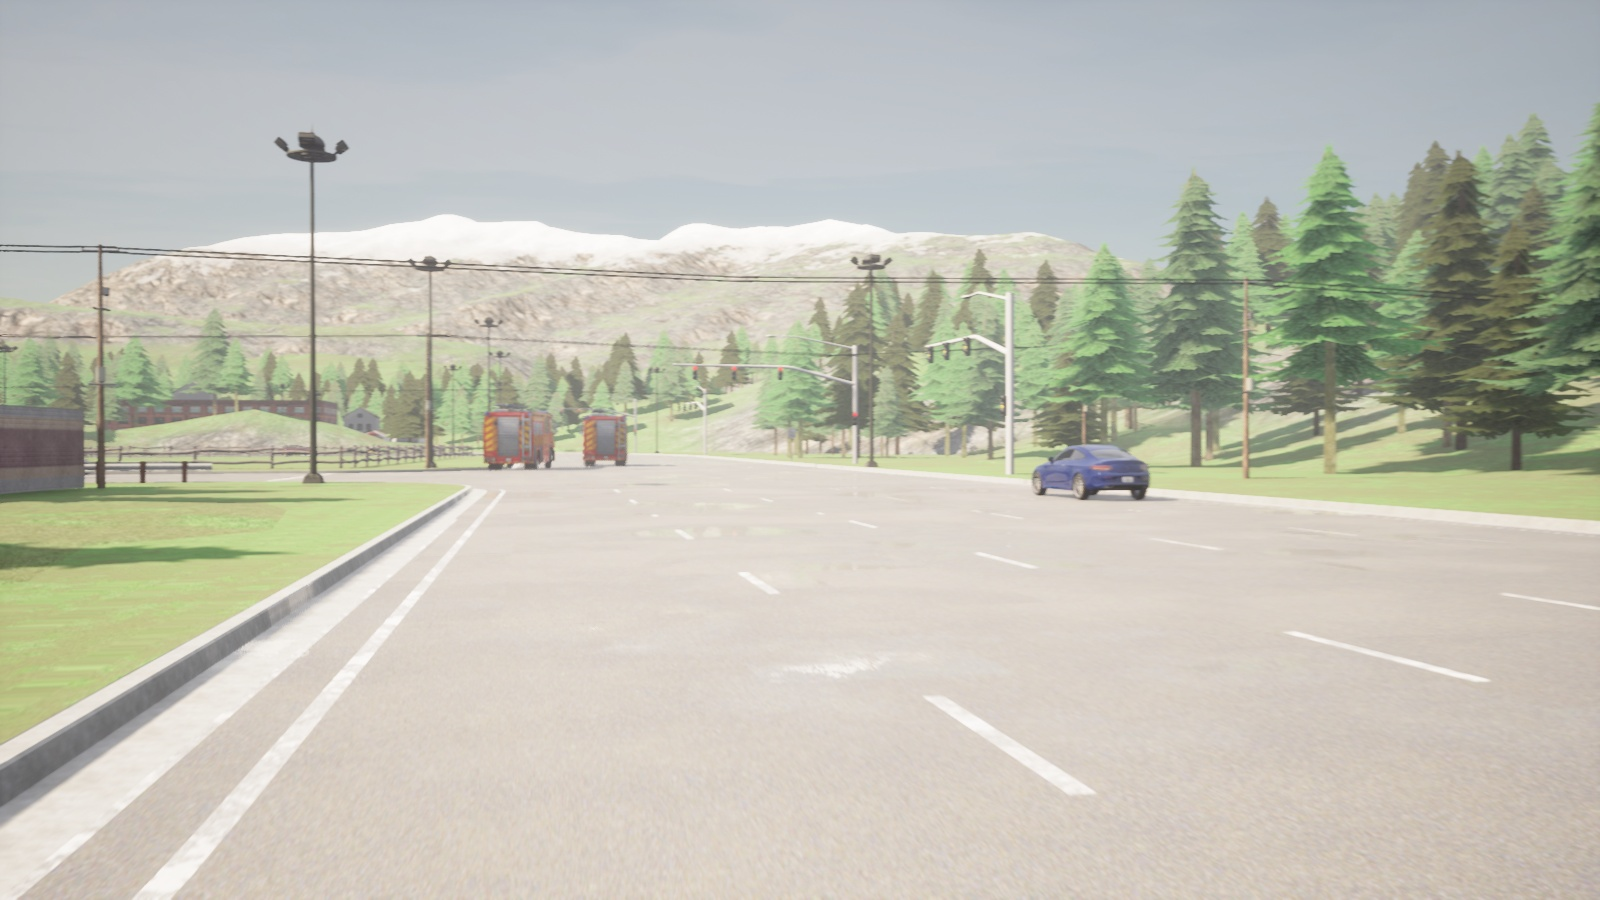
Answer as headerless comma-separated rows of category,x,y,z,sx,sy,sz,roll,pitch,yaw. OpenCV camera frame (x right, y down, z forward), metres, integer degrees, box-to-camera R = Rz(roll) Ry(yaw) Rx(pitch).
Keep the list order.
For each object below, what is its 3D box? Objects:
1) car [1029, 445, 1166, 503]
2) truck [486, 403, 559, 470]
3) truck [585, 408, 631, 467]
car,7.941,0.597,33.999,1.812,1.442,4.674,0,0,-11
truck,-16.554,-0.791,75.534,2.891,3.827,8.468,0,0,-3
truck,-13.348,-0.849,86.797,2.891,3.827,8.468,0,0,-10
